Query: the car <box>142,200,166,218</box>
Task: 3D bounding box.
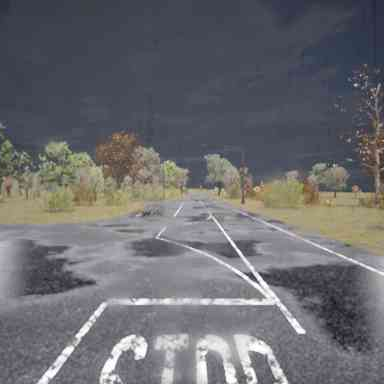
[{"bbox_3d":[-3.401,1.522,30.464,1.837,1.490,4.892,0,0,0],"label":"car"}]
